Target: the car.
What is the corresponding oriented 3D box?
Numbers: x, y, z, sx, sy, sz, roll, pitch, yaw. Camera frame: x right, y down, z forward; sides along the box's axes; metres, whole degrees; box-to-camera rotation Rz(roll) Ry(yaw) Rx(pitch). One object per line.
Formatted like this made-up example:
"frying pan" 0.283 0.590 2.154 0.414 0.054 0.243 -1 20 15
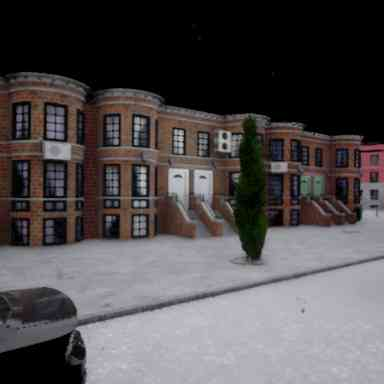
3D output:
"car" -3.316 1.468 2.241 5.008 1.535 1.882 1 0 -35
